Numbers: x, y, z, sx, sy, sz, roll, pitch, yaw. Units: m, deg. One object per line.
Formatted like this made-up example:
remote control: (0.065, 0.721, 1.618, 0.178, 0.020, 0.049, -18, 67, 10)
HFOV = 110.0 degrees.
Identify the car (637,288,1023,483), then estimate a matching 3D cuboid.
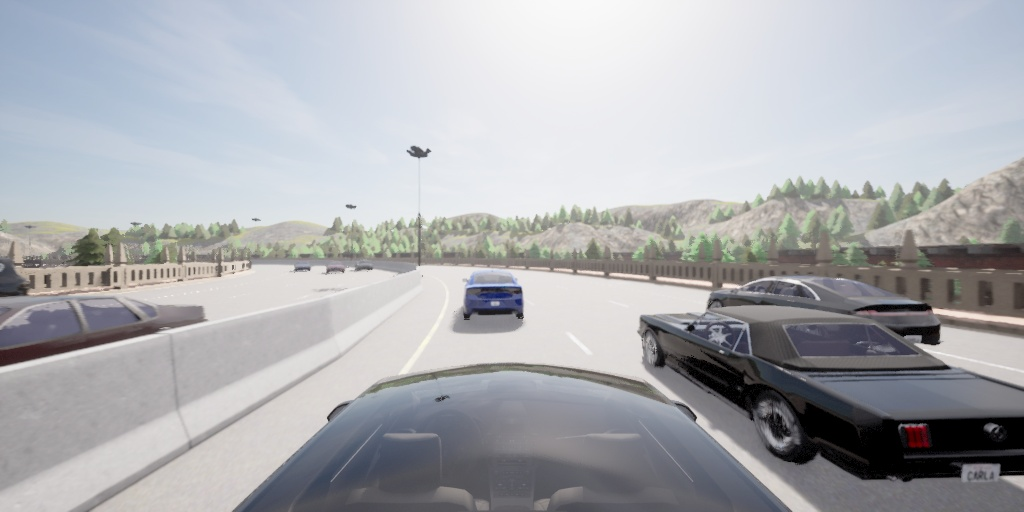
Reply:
car: (3.421, 1.333, 4.896, 1.895, 1.301, 4.718, 0, 0, -2)

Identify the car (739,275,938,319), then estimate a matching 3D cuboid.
car: (6.677, 1.206, 8.520, 2.128, 1.511, 4.902, 0, 0, -4)

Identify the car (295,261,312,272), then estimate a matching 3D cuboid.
car: (-27.593, 1.357, 47.344, 2.033, 1.411, 5.357, 0, 0, -31)

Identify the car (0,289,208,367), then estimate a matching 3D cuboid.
car: (-7.254, 1.323, 5.269, 2.033, 1.411, 5.357, 0, 0, -3)

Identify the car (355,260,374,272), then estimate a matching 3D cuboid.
car: (-19.601, 1.283, 47.482, 1.837, 1.490, 4.892, 0, -1, -30)

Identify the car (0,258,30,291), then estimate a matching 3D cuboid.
car: (-14.432, 1.024, 7.663, 2.150, 2.045, 5.566, 0, 0, -5)

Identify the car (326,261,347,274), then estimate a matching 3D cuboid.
car: (-20.456, 1.313, 41.653, 1.812, 1.442, 4.674, 0, 0, -27)

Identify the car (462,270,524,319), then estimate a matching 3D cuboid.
car: (-0.741, 1.218, 12.794, 1.882, 1.535, 5.008, 0, 0, -6)
